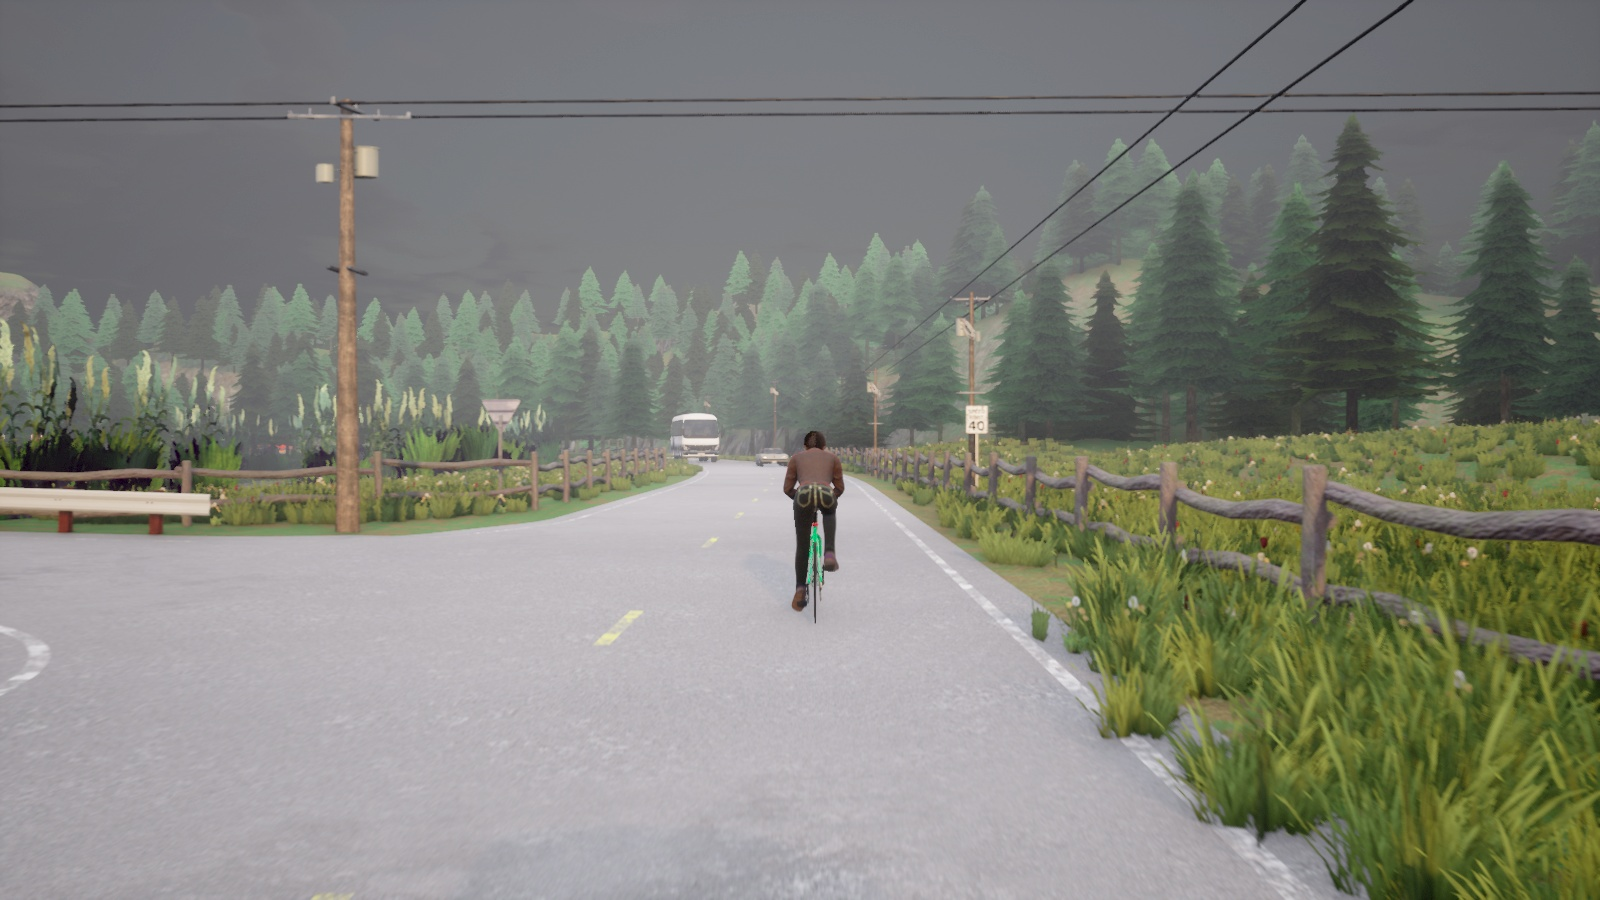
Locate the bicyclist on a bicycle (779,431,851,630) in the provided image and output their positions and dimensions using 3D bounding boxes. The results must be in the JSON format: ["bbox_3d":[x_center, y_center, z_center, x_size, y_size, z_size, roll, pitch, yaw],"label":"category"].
[{"bbox_3d":[0.130,0.656,11.065,0.582,1.620,1.656,0,0,1],"label":"bicyclist on a bicycle"}]

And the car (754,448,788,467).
[{"bbox_3d":[-2.027,0.503,86.880,1.895,1.301,4.718,0,0,-7],"label":"car"}]
